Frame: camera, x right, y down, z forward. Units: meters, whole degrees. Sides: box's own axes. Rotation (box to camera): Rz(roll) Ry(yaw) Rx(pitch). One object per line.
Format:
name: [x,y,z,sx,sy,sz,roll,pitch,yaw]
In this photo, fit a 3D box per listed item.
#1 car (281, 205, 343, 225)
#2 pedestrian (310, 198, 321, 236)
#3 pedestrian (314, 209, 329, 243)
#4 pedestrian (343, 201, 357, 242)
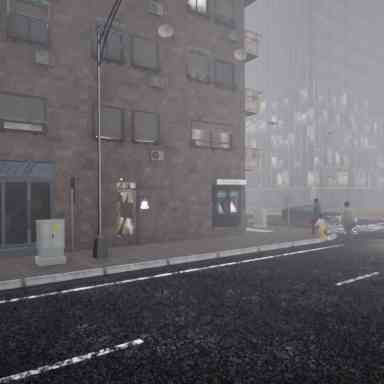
car: [9.012,1.722,25.312,2.128,1.511,4.902,-1,-1,-33]
pedestrian: [5.840,1.141,15.592,0.375,1.860,0.375,-1,0,-35]
pedestrian: [5.750,1.545,14.647,0.375,1.300,0.375,-1,0,-35]
pedestrian: [7.089,1.294,14.982,0.375,1.860,0.375,-1,0,-35]
